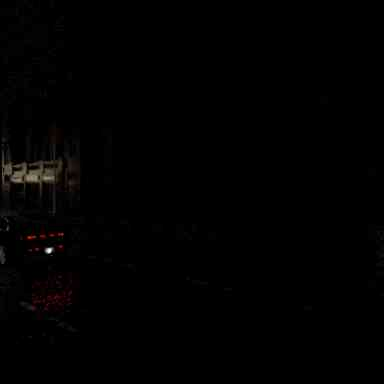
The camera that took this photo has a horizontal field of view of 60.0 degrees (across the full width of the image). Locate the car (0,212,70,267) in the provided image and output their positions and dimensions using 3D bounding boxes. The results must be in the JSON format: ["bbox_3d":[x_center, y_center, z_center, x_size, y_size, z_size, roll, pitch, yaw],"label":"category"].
[{"bbox_3d":[-6.058,1.471,11.461,4.892,1.490,1.837,0,0,41],"label":"car"}]
